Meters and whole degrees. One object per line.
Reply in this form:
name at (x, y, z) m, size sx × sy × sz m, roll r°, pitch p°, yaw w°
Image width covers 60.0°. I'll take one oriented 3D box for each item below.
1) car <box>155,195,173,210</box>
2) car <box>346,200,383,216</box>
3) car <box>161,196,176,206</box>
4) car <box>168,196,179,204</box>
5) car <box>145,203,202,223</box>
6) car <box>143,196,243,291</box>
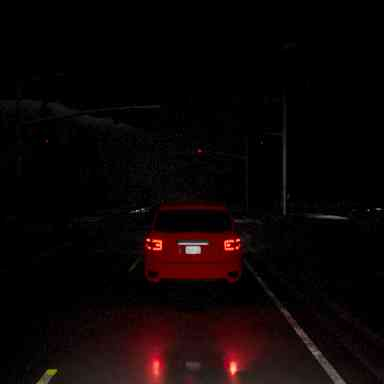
car at (-3.692, 1.352, 44.561) m, size 2.097 × 1.767 × 4.553 m, roll 0°, pitch 0°, yaw 0°
car at (16.485, 1.520, 29.977) m, size 4.892 × 1.490 × 1.837 m, roll 0°, pitch 0°, yaw -2°
car at (-3.709, 1.491, 54.056) m, size 2.128 × 1.511 × 4.902 m, roll 0°, pitch 0°, yaw 0°
car at (-3.685, 1.564, 65.759) m, size 1.994 × 1.385 × 4.181 m, roll 0°, pitch 0°, yaw 0°
car at (-1.451, 1.562, 25.428) m, size 4.181 × 1.385 × 1.994 m, roll 0°, pitch 0°, yaw -5°
car at (0.038, 1.221, 9.165) m, size 2.150 × 2.045 × 5.566 m, roll 0°, pitch 0°, yaw 0°
